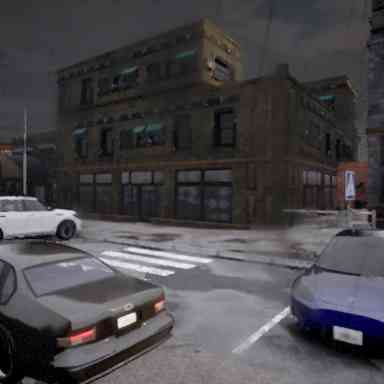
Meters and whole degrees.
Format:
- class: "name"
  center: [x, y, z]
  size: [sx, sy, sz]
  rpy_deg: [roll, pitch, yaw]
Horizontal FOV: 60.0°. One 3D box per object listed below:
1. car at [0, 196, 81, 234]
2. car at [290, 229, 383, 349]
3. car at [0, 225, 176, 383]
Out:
- class: "car"
  center: [-7.646, 1.196, 14.539]
  size: [2.435, 2.045, 5.566]
  rpy_deg: [0, 0, 36]
- class: "car"
  center: [3.501, 1.531, 6.425]
  size: [2.163, 1.488, 4.792]
  rpy_deg: [0, 0, 36]
- class: "car"
  center: [-2.791, 1.549, 5.397]
  size: [5.357, 1.411, 2.033]
  rpy_deg: [0, 0, 36]
